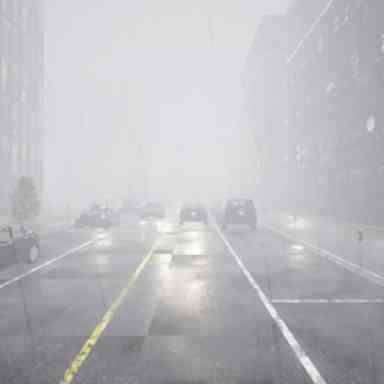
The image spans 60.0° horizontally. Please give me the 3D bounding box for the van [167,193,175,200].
[{"bbox_3d":[-5.658,1.079,86.548,1.690,1.788,3.998,1,0,0],"label":"van"}]

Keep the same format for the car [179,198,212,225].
[{"bbox_3d":[0.105,1.433,23.610,2.163,1.488,4.792,0,0,0],"label":"car"}]

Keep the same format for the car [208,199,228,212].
[{"bbox_3d":[2.845,1.469,37.255,1.802,1.307,4.206,1,0,0],"label":"car"}]

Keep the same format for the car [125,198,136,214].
[{"bbox_3d":[-5.671,1.345,31.637,1.967,1.590,4.097,1,0,0],"label":"car"}]

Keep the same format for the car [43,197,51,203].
[{"bbox_3d":[-30.038,1.597,65.693,4.206,1.307,1.802,0,0,0],"label":"car"}]

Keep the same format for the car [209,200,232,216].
[{"bbox_3d":[2.674,1.487,31.599,1.802,1.307,4.206,1,0,0],"label":"car"}]

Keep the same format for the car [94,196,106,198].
[{"bbox_3d":[-18.697,1.520,65.642,4.313,1.339,1.947,0,0,0],"label":"car"}]

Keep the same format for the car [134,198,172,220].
[{"bbox_3d":[-3.091,1.465,27.359,2.033,1.411,5.357,0,0,0],"label":"car"}]

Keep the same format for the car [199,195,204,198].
[{"bbox_3d":[0.109,1.424,40.488,2.033,1.411,5.357,0,0,0],"label":"car"}]

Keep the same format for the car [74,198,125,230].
[{"bbox_3d":[-5.673,1.379,20.325,1.967,1.590,4.097,1,0,0],"label":"car"}]

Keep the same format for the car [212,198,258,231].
[{"bbox_3d":[2.675,1.254,20.284,2.192,1.841,5.009,1,0,0],"label":"car"}]

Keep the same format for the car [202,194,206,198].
[{"bbox_3d":[2.719,1.263,86.678,1.752,1.417,4.829,1,0,0],"label":"car"}]

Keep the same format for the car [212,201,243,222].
[{"bbox_3d":[2.673,1.488,25.942,1.947,1.339,4.313,1,0,0],"label":"car"}]

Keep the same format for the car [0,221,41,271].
[{"bbox_3d":[-5.677,1.524,9.013,2.008,1.369,4.403,1,0,0],"label":"car"}]

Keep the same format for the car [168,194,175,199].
[{"bbox_3d":[-5.660,1.304,92.201,1.802,1.307,4.206,1,0,0],"label":"car"}]
